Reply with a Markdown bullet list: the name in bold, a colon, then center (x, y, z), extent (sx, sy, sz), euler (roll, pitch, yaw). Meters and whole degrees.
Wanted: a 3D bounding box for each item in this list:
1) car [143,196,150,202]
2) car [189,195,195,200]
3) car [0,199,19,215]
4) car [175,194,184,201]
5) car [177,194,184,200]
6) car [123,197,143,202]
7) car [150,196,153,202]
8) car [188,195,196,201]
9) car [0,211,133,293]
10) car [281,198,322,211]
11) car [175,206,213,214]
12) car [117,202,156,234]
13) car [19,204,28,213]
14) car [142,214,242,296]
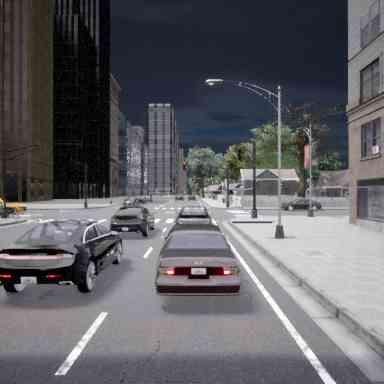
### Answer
- **car**: center (-9.776, 1.595, 63.117), extent (1.895, 1.301, 4.718), euler (0, 0, 1)
- **car**: center (0.025, 1.525, 94.365), extent (1.812, 1.442, 4.674), euler (0, 0, 0)
- **car**: center (-18.839, 1.515, 30.764), extent (4.181, 1.385, 1.994), euler (0, -1, -3)
- **car**: center (-3.228, 1.342, 83.923), extent (2.097, 1.767, 4.553), euler (0, 0, 0)
- **car**: center (-3.226, 1.311, 93.958), extent (1.882, 1.535, 5.008), euler (0, 0, 0)
- **car**: center (-9.812, 1.486, 53.797), extent (2.128, 1.511, 4.902), euler (0, 0, 1)
- **car**: center (-9.731, 1.517, 73.229), extent (1.812, 1.442, 4.674), euler (0, 0, 0)
- **car**: center (0.022, 1.494, 84.129), extent (1.837, 1.490, 4.892), euler (0, 0, 0)
- **car**: center (-3.149, 1.492, 8.856), extent (2.128, 1.511, 4.902), euler (0, 0, 0)
- **car**: center (13.293, 1.554, 40.739), extent (4.892, 1.490, 1.837), euler (0, -1, 0)
- **car**: center (0.103, 1.491, 17.839), extent (2.128, 1.511, 4.902), euler (0, 0, 0)
- **car**: center (-3.145, 1.504, 18.116), extent (1.837, 1.490, 4.892), euler (0, 0, 0)
- **car**: center (-19.510, 1.462, 33.996), extent (5.008, 1.535, 1.882), euler (0, -1, -2)
- **car**: center (0.093, 1.545, 8.785), extent (2.033, 1.411, 5.357), euler (0, 0, -1)
